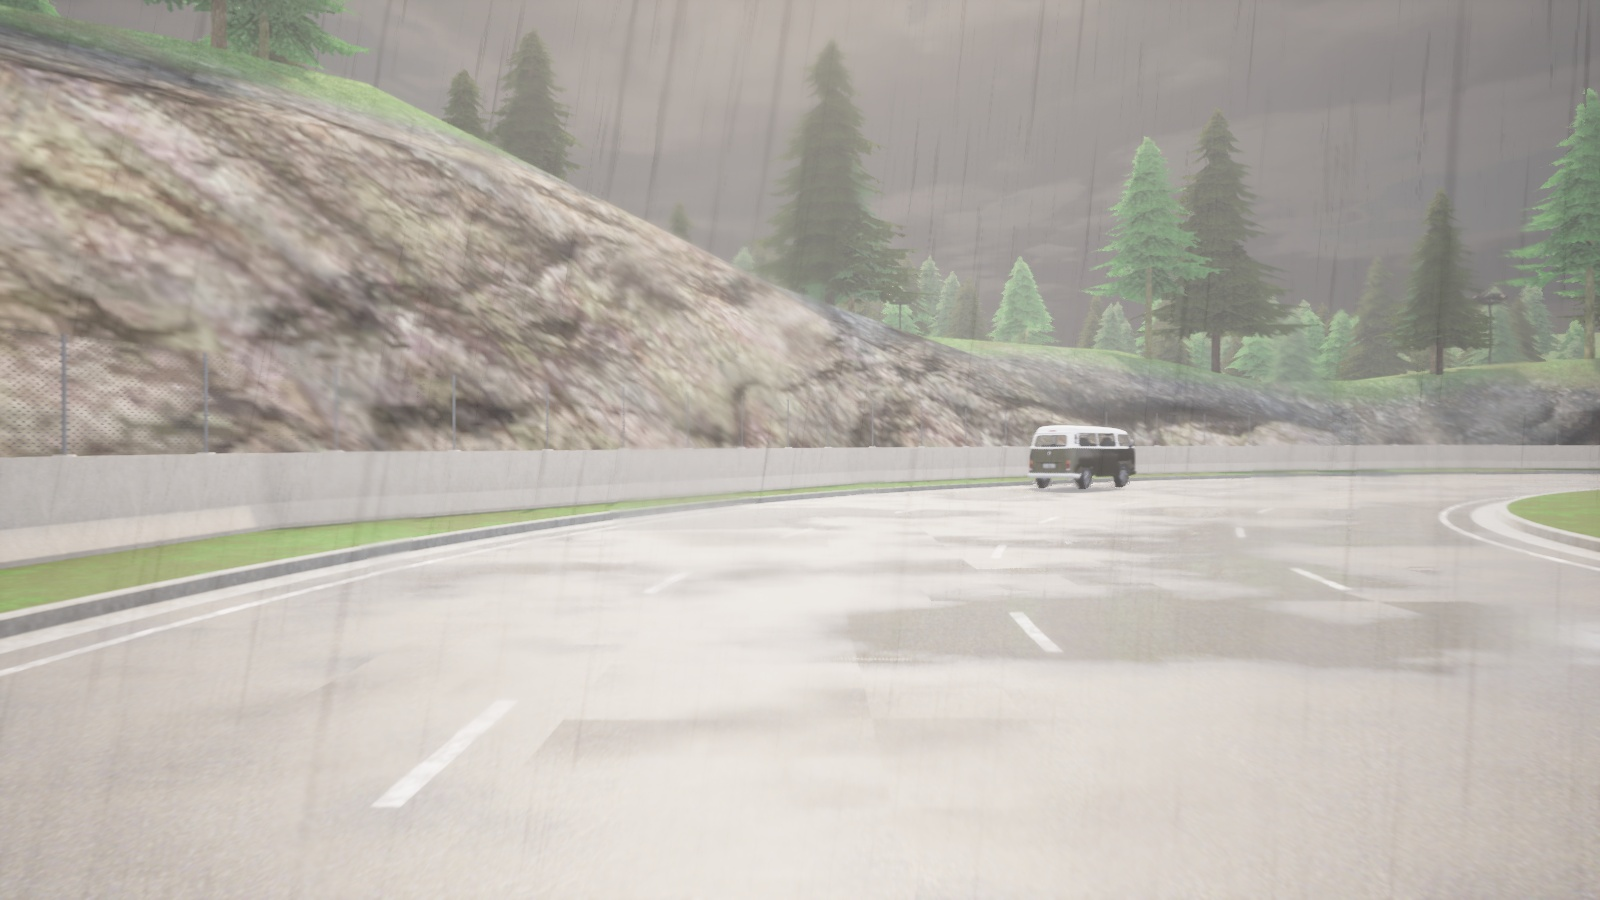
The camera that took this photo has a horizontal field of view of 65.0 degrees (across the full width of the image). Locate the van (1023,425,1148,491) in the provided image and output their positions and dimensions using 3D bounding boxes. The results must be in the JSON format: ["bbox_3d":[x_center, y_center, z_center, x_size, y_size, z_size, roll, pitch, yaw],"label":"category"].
[{"bbox_3d":[9.426,0.245,41.275,2.069,2.038,4.480,0,0,42],"label":"van"}]
